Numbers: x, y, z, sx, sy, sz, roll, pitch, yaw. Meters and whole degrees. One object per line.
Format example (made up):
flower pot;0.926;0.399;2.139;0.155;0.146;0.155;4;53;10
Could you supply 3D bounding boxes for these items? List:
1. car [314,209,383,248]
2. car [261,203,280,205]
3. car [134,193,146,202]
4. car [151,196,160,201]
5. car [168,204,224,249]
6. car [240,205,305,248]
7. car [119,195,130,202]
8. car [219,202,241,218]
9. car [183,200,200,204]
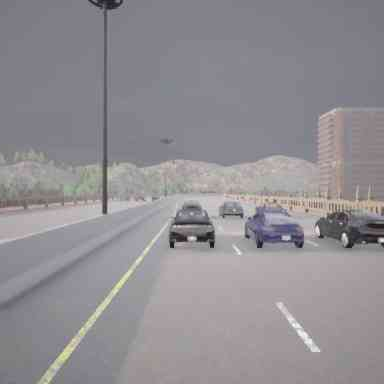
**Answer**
car;7.000;1.516;14.650;1.837;1.490;4.892;0;0;0
car;6.942;1.616;29.863;1.895;1.301;4.718;0;0;-1
car;-11.847;1.219;75.965;2.150;2.045;5.566;0;0;-2
car;-8.348;1.589;76.066;1.895;1.301;4.718;0;0;-2
car;0.000;1.495;14.650;2.128;1.511;4.902;0;0;0
car;3.500;1.533;14.650;1.812;1.442;4.674;0;0;0
car;-15.346;1.518;75.894;2.128;1.511;4.902;0;0;-2
car;3.443;1.563;29.780;2.033;1.411;5.357;0;0;-1
car;-0.056;1.516;29.728;1.837;1.490;4.892;0;0;-1
